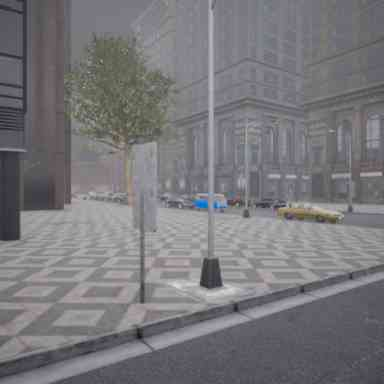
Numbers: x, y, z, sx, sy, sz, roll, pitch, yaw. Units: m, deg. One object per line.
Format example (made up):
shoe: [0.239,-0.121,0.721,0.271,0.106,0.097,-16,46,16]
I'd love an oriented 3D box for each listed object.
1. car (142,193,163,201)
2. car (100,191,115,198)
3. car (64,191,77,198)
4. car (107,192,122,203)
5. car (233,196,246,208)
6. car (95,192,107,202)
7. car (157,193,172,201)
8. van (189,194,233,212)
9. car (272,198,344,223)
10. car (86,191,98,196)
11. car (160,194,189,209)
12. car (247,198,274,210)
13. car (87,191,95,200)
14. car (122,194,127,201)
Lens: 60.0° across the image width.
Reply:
car: [-7.311,0.897,61.058,2.008,1.369,4.403,1,0,-35]
car: [-20.196,0.575,79.463,1.887,1.381,4.507,1,0,-35]
car: [-27.175,0.474,74.570,1.967,1.590,4.097,1,0,-35]
car: [-11.069,0.983,51.562,2.008,1.369,4.403,1,0,-35]
car: [5.576,1.211,42.649,1.887,1.381,4.507,1,0,-35]
car: [-14.291,0.902,56.164,2.008,1.369,4.403,1,0,-35]
car: [-4.088,0.868,56.457,1.967,1.590,4.097,1,0,-35]
van: [1.819,1.082,33.150,1.690,1.788,3.998,1,0,-35]
car: [8.359,1.389,23.803,1.752,1.417,4.829,1,0,-35]
car: [-26.639,0.459,88.666,1.802,1.307,4.206,1,0,-35]
car: [-1.404,1.221,37.753,2.008,1.369,4.403,1,0,-35]
car: [8.796,1.302,38.047,1.947,1.339,4.313,1,0,-35]
car: [-17.513,0.821,60.766,2.008,1.369,4.403,1,0,-35]
car: [-7.751,1.042,46.821,1.752,1.417,4.829,1,0,-35]
